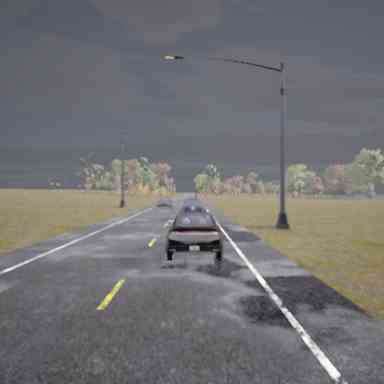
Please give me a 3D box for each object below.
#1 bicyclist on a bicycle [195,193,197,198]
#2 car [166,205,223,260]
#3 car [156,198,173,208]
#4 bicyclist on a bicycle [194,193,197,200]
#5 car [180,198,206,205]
[{"bbox_3d":[0.967,1.247,76.209,0.582,1.620,1.656,0,0,0],"label":"bicyclist on a bicycle"},{"bbox_3d":[0.085,1.460,12.327,2.128,1.511,4.902,0,0,0],"label":"car"},{"bbox_3d":[-3.585,1.449,44.093,1.994,1.385,4.181,0,0,0],"label":"car"},{"bbox_3d":[0.966,1.136,85.205,0.659,1.776,1.843,0,0,0],"label":"bicyclist on a bicycle"},{"bbox_3d":[0.086,1.280,28.010,2.097,1.767,4.553,0,0,0],"label":"car"}]
